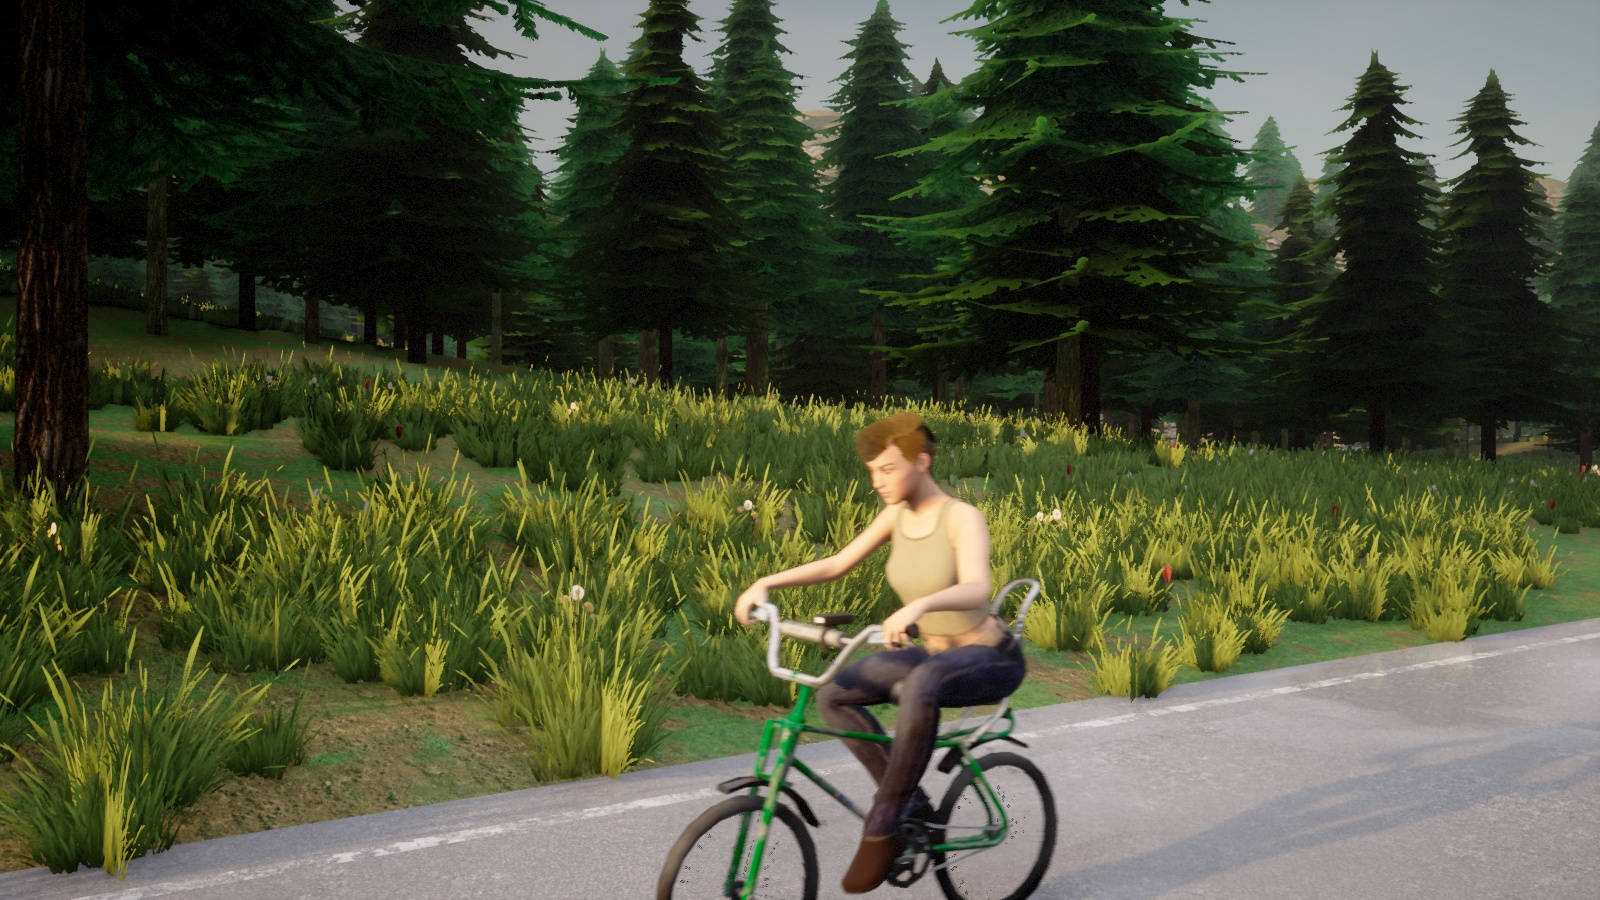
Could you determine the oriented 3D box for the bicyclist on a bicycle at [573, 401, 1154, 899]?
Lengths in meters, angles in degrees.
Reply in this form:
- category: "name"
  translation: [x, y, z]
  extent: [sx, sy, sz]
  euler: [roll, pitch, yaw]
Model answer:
- category: "bicyclist on a bicycle"
  translation: [0.204, 0.690, 3.742]
  extent: [1.509, 1.612, 0.866]
  euler: [0, 0, -34]
